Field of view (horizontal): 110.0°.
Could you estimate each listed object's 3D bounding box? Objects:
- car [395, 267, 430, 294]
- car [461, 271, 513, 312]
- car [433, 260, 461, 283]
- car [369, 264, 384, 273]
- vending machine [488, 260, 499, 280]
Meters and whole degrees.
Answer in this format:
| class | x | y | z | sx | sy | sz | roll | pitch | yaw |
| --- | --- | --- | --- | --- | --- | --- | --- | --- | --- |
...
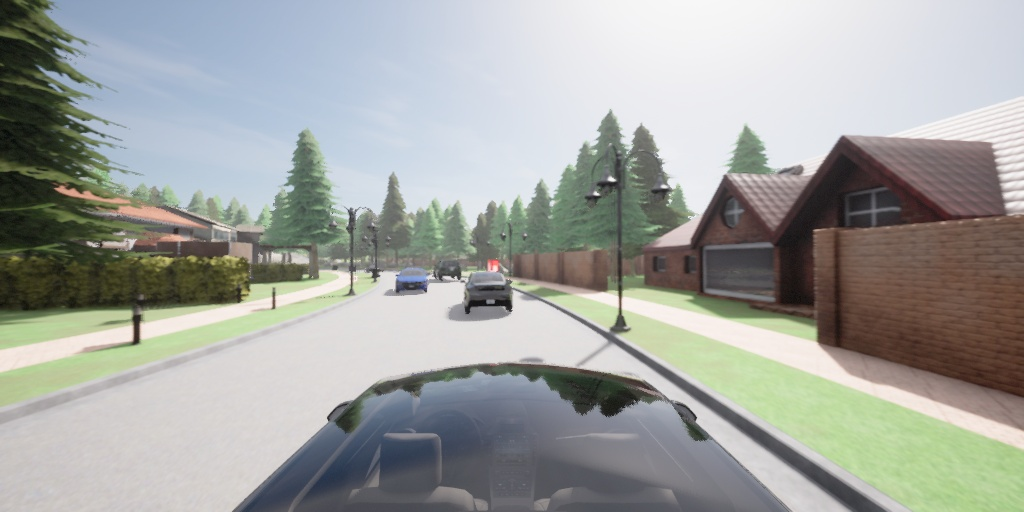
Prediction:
| class | x | y | z | sx | sy | sz | roll | pitch | yaw |
| --- | --- | --- | --- | --- | --- | --- | --- | --- | --- |
| car | -6.351 | 1.508 | 23.008 | 1.882 | 1.535 | 5.008 | 0 | -1 | -14 |
| car | -1.107 | 1.420 | 15.202 | 1.837 | 1.490 | 4.892 | 0 | -1 | -8 |
| car | -6.652 | 1.416 | 36.721 | 2.150 | 2.045 | 5.566 | 0 | -1 | -20 |
| car | -22.727 | 2.102 | 59.881 | 1.994 | 1.385 | 4.181 | 0 | -1 | -33 |
| vending machine | -1.758 | 1.343 | 34.568 | 1.100 | 2.100 | 0.880 | 0 | 0 | -19 |
